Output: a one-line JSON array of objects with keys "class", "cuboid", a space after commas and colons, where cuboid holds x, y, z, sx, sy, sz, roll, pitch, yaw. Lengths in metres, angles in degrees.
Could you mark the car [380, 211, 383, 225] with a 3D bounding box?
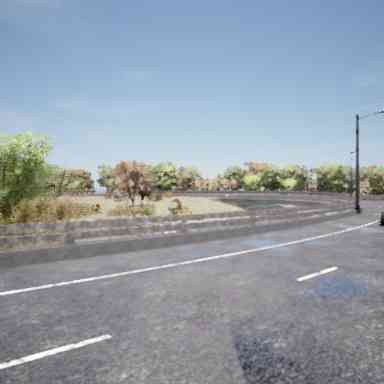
[{"class": "car", "cuboid": [14.369, 1.536, 23.024, 1.812, 1.442, 4.674, 0, 0, 40]}]
